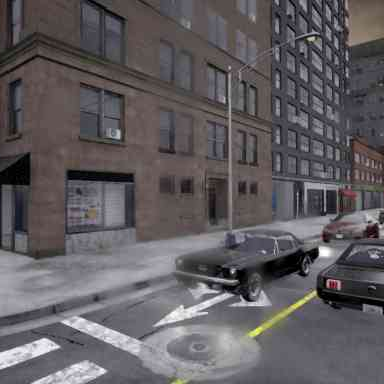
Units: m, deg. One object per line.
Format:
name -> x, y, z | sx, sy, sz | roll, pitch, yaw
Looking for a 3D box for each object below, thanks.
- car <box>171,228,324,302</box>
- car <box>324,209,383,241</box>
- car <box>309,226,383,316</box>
car -> 1.645, 1.717, 8.812 | 1.895, 1.301, 4.718 | -1, -1, 40
car -> 8.066, 1.741, 16.676 | 1.812, 1.442, 4.674 | -1, -1, 39
car -> 4.385, 1.677, 7.218 | 1.895, 1.301, 4.718 | -1, -1, 39
